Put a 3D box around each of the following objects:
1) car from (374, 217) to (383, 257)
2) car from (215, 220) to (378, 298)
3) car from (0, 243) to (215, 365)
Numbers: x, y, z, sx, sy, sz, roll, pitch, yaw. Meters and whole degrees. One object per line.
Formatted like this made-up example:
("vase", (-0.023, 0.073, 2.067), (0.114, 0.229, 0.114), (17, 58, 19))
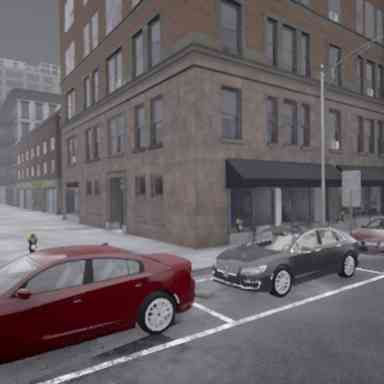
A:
("car", (7.025, 1.521, 11.595), (4.206, 1.307, 1.802), (0, 0, -36))
("car", (2.489, 1.516, 8.340), (4.403, 1.369, 2.008), (0, 0, -36))
("car", (-2.046, 1.539, 5.085), (4.507, 1.381, 1.887), (0, 0, -36))
